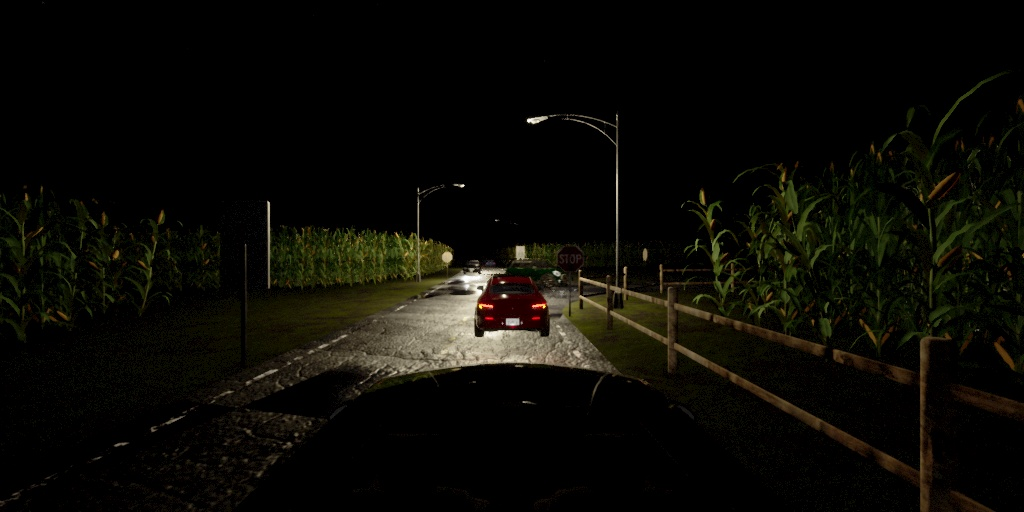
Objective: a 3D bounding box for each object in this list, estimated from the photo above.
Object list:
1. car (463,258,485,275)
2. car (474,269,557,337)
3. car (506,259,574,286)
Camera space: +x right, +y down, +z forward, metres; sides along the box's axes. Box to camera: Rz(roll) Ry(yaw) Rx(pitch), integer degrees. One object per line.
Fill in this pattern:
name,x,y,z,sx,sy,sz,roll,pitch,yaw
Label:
car,-4.311,1.263,39.032,2.128,1.511,4.902,0,0,-4
car,-0.027,1.276,10.141,1.812,1.442,4.674,0,0,-1
car,1.678,1.046,23.101,4.553,1.767,2.097,0,0,39
